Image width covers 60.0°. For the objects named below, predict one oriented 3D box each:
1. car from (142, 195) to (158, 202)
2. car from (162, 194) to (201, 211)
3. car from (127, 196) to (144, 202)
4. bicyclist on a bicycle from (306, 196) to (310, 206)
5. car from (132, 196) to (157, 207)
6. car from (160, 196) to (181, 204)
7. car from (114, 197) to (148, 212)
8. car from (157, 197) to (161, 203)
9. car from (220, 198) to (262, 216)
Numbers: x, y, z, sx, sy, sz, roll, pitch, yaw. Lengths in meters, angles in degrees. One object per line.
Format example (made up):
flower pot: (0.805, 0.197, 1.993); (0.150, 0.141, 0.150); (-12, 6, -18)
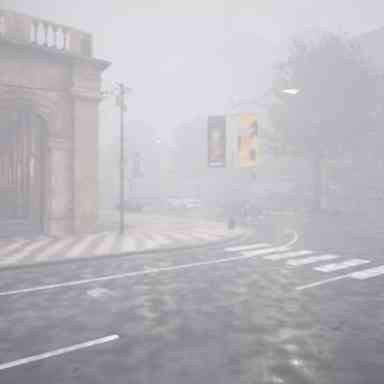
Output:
car: (-9.374, 1.466, 73.971); (1.994, 1.385, 4.181); (0, 0, -35)
car: (-1.146, 1.276, 42.141); (2.150, 2.045, 5.566); (0, 0, -35)
car: (-12.253, 1.501, 71.981); (1.895, 1.301, 4.718); (0, 0, -35)
bicyclist on a bicycle: (17.239, 1.402, 49.864); (1.656, 1.620, 0.582); (0, 0, -35)
car: (-7.666, 1.580, 51.421); (1.812, 1.442, 4.674); (0, 0, -35)
car: (-4.335, 1.559, 66.814); (1.882, 1.535, 5.008); (0, 0, -35)
car: (-7.486, 1.633, 39.588); (1.895, 1.301, 4.718); (0, 0, -35)
car: (-7.197, 1.599, 64.799); (1.812, 1.442, 4.674); (0, 0, -35)
car: (4.874, 1.407, 33.583); (2.097, 1.767, 4.553); (0, 0, -35)
